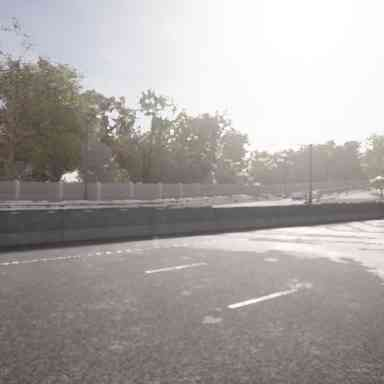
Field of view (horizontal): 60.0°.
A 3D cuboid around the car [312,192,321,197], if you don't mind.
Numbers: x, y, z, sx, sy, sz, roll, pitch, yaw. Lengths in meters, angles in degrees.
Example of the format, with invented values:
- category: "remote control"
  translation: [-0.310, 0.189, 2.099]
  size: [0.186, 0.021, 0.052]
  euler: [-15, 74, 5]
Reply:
- category: "car"
  translation: [31.607, 0.716, 85.296]
  size: [2.128, 1.511, 4.902]
  euler: [0, 2, 34]

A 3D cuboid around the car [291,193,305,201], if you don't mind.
- category: "car"
  translation: [22.987, 1.060, 72.026]
  size: [1.882, 1.535, 5.008]
  euler: [0, 1, 32]
